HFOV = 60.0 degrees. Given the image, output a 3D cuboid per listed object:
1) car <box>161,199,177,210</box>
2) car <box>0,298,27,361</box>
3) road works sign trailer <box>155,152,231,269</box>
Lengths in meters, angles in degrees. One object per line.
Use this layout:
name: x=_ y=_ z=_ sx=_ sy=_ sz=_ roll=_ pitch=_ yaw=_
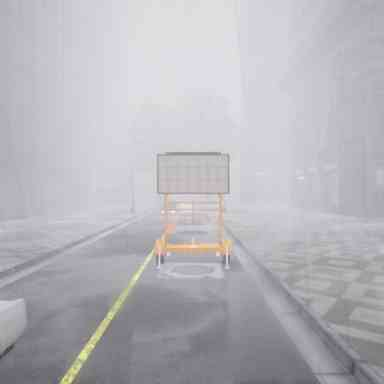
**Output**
car: x=-2.947 y=1.577 z=43.239 sx=2.033 sy=1.411 sz=5.357 roll=0 pitch=0 yaw=0
car: x=-3.094 y=1.600 z=2.110 sx=1.895 sy=1.301 sz=4.718 roll=0 pitch=0 yaw=0
road works sign trailer: x=0.041 y=0.466 z=11.182 sx=2.380 sy=3.560 sz=2.880 roll=0 pitch=0 yaw=0
